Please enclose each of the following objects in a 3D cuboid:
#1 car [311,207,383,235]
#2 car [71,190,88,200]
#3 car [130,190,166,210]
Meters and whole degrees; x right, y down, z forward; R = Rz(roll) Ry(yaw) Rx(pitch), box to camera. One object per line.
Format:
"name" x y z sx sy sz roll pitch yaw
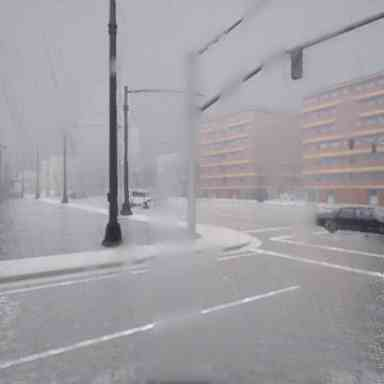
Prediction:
"car" 8.747 1.455 16.847 2.033 1.411 5.357 0 0 -33
"car" -19.925 0.508 58.856 2.097 1.767 4.553 0 1 -34
"car" -5.041 0.860 37.089 2.150 2.045 5.566 0 1 -34
